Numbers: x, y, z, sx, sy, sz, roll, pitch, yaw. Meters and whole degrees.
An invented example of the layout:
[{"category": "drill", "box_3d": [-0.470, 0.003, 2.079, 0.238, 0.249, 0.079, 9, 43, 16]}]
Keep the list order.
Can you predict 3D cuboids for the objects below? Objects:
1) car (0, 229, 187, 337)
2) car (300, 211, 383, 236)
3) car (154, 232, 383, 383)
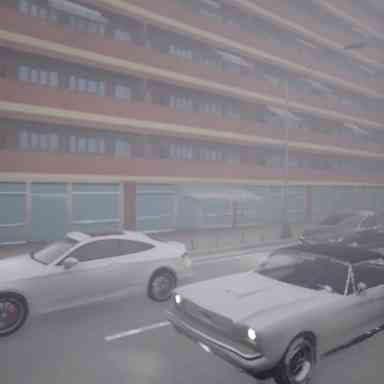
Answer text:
[{"category": "car", "box_3d": [-2.142, 1.526, 6.751, 4.674, 1.442, 1.812, 0, 0, -35]}, {"category": "car", "box_3d": [6.067, 1.505, 12.597, 4.892, 1.490, 1.837, 0, 0, -35]}, {"category": "car", "box_3d": [1.967, 1.601, 5.373, 4.718, 1.301, 1.895, 0, 0, -35]}]
